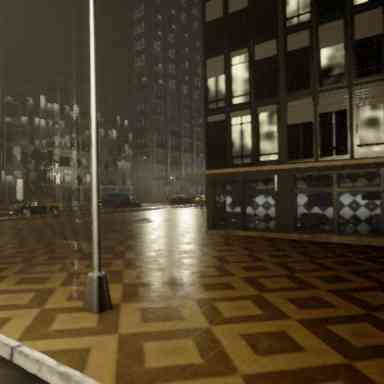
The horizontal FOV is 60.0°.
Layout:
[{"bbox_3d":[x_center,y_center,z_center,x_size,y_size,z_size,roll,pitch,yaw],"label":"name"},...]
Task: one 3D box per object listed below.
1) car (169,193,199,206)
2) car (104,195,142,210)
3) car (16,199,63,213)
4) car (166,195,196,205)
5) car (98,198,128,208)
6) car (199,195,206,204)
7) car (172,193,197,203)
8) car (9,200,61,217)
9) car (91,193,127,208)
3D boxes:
[{"bbox_3d":[-1.452,1.264,48.424,1.887,1.381,4.507,-1,0,35],"label":"car"},{"bbox_3d":[-7.792,1.405,39.291,1.802,1.307,4.206,-1,0,35],"label":"car"},{"bbox_3d":[-17.942,1.596,39.364,1.752,1.417,4.829,-1,0,35],"label":"car"},{"bbox_3d":[-1.674,1.237,52.748,2.128,1.511,4.902,-2,-1,35],"label":"car"},{"bbox_3d":[-11.503,1.546,48.637,1.802,1.307,4.206,-1,0,35],"label":"car"},{"bbox_3d":[1.816,1.191,53.129,1.752,1.417,4.829,-1,0,35],"label":"car"},{"bbox_3d":[-1.221,1.043,58.754,2.097,1.767,4.553,-2,0,35],"label":"car"},{"bbox_3d":[-14.134,1.479,30.158,2.008,1.369,4.403,-1,0,35],"label":"car"},{"bbox_3d":[-10.926,1.151,44.937,2.150,2.045,5.566,-2,0,35],"label":"car"}]
